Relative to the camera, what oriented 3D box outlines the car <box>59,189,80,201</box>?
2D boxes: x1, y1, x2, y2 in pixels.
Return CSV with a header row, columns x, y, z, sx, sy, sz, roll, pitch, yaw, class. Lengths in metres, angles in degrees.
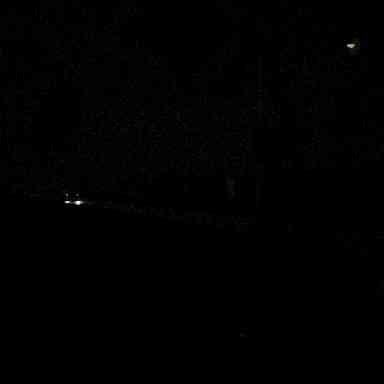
x,y,z,sx,sy,sz,roll,pitch,yaw,class
-18.520,0.395,50.107,2.097,1.767,4.553,1,1,-35,car
